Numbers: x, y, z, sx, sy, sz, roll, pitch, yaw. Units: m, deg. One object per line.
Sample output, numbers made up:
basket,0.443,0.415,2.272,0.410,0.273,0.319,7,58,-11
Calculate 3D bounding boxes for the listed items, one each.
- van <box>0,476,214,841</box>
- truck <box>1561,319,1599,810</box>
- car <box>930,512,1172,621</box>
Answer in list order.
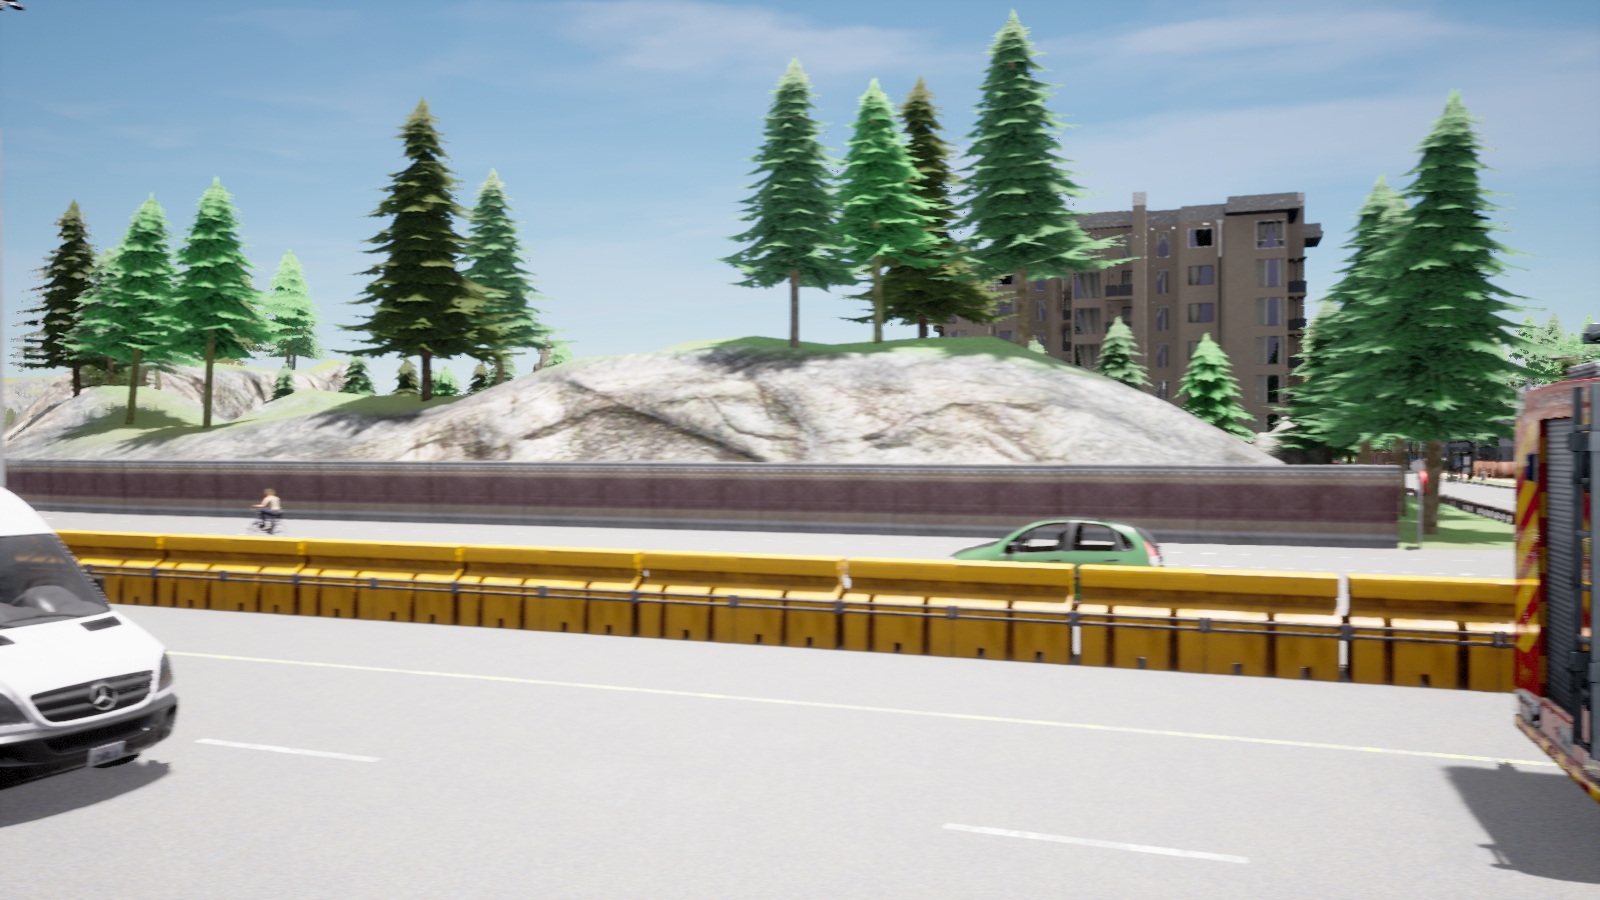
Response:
van,-8.227,1.528,10.009,5.915,2.561,1.988,0,0,20
truck,10.077,0.893,7.091,8.468,3.827,2.891,0,0,20
car,4.486,1.996,20.312,3.988,1.617,1.851,0,0,20
